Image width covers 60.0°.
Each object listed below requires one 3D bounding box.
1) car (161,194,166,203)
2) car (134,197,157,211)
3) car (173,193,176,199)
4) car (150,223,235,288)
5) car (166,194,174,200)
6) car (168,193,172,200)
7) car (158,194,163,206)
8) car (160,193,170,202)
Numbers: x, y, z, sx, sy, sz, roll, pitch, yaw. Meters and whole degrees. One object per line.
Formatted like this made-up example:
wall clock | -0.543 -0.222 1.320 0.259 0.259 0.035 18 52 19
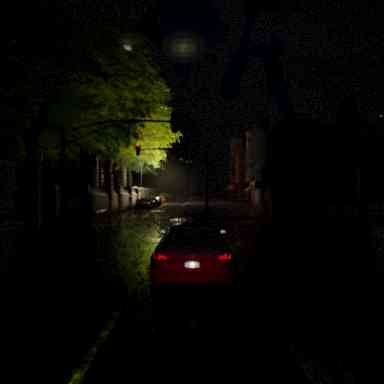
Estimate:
car | -5.593 1.367 50.835 1.947 1.339 4.313 1 0 0
car | -5.517 1.392 38.250 2.008 1.369 4.403 1 0 0
car | -5.860 1.197 83.535 1.967 1.590 4.097 1 0 0
car | 0.021 1.521 9.128 1.994 1.385 4.181 0 0 0
car | -5.905 1.283 88.816 1.752 1.417 4.829 1 0 0
car | -5.722 1.082 67.185 2.192 1.841 5.009 1 0 0
car | -5.548 1.368 45.385 2.008 1.369 4.403 1 0 0
car | -5.683 1.358 61.735 1.802 1.307 4.206 1 0 0
